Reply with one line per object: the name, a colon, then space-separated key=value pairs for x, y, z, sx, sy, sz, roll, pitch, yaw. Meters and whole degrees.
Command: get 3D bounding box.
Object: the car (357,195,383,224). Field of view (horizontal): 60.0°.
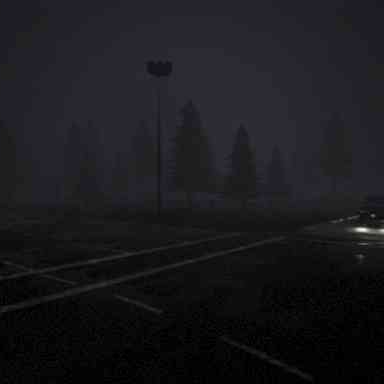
car: x=13.919 y=1.255 z=24.605 sx=2.150 sy=2.045 sz=5.566 roll=0 pitch=0 yaw=38
